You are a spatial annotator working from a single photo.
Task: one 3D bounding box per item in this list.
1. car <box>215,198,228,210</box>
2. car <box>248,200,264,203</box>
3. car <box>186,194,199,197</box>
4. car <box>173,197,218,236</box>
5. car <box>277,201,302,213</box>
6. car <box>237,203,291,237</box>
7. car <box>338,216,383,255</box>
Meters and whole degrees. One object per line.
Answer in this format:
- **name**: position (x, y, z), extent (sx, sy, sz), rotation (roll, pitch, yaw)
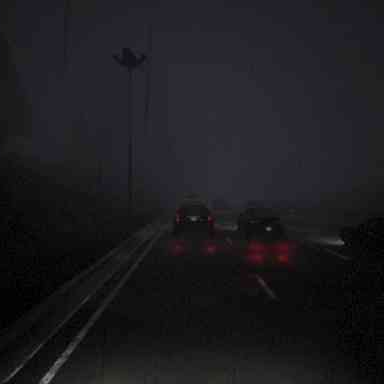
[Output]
- **car**: position (3.572, 1.542, 43.384), extent (2.128, 1.511, 4.902), rotation (0, 0, 0)
- **car**: position (7.077, 1.583, 36.859), extent (2.033, 1.411, 5.357), rotation (0, 0, 0)
- **car**: position (0.065, 1.286, 49.594), extent (2.150, 2.045, 5.566), rotation (0, 0, 0)
- **car**: position (0.089, 1.376, 18.692), extent (2.097, 1.767, 4.553), rotation (0, 0, 0)
- **car**: position (10.574, 1.629, 37.120), extent (1.895, 1.301, 4.718), rotation (0, 0, 0)
- **car**: position (3.593, 1.542, 17.913), extent (1.812, 1.442, 4.674), rotation (0, 0, 0)
- **car**: position (7.091, 1.549, 11.545), extent (2.033, 1.411, 5.357), rotation (0, 0, 0)
